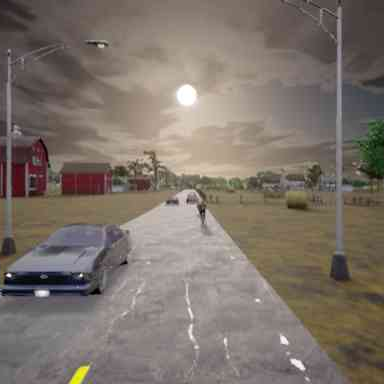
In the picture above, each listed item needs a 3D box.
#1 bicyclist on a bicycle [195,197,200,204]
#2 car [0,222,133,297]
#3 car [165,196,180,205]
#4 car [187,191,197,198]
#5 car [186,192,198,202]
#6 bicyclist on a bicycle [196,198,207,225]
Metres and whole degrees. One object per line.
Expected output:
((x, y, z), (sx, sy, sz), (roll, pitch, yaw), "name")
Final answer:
((0.742, 1.325, 32.293), (0.866, 1.612, 1.509), (0, 0, 0), "bicyclist on a bicycle")
((-2.852, 1.544, 8.991), (2.033, 1.411, 5.357), (0, 0, 0), "car")
((-2.835, 1.225, 48.932), (1.895, 1.301, 4.718), (0, 1, 0), "car")
((-0.007, 0.618, 74.250), (2.033, 1.411, 5.357), (0, 1, 0), "car")
((0.065, 1.018, 56.822), (1.994, 1.385, 4.181), (0, 1, 0), "car")
((0.753, 1.421, 22.532), (0.582, 1.620, 1.656), (0, 0, 0), "bicyclist on a bicycle")
